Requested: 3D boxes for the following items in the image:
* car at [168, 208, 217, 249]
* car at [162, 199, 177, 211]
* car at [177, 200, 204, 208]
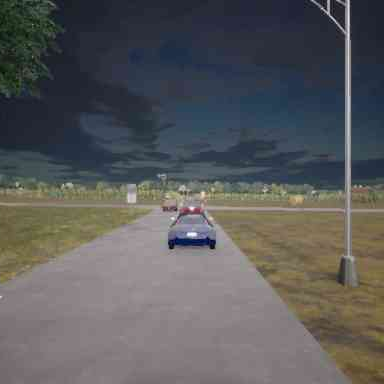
[{"bbox_3d":[0.000,1.594,14.651,1.994,1.385,4.181,0,0,0],"label":"car"},{"bbox_3d":[-2.750,1.681,42.654,1.882,1.535,5.008,0,0,0],"label":"car"},{"bbox_3d":[0.000,1.450,29.624,2.097,1.767,4.553,0,0,0],"label":"car"}]
